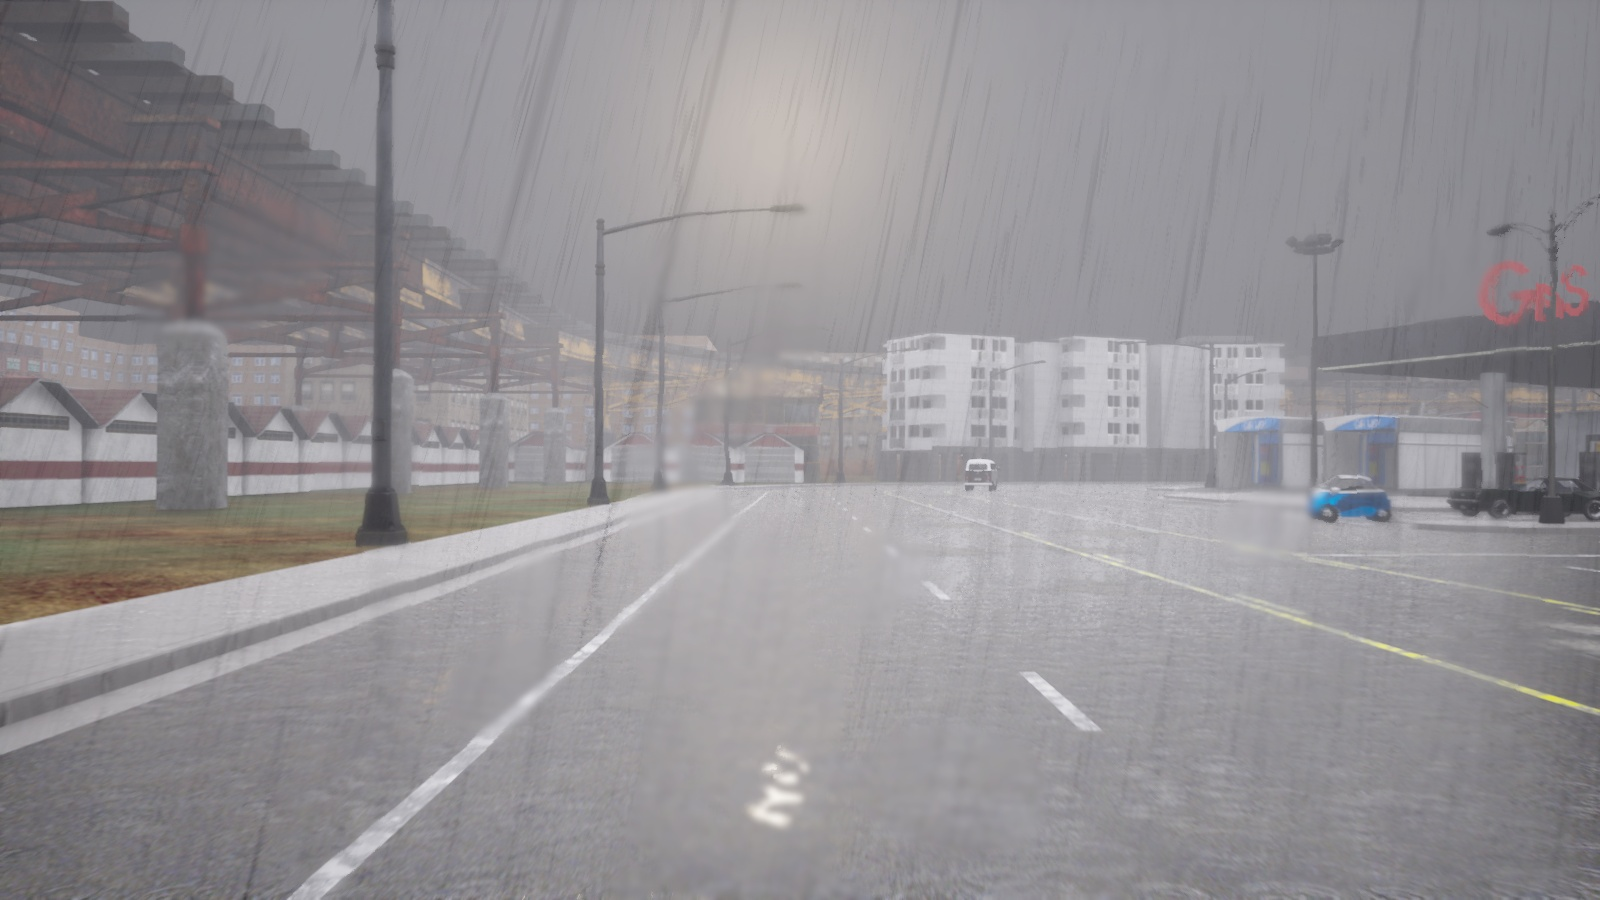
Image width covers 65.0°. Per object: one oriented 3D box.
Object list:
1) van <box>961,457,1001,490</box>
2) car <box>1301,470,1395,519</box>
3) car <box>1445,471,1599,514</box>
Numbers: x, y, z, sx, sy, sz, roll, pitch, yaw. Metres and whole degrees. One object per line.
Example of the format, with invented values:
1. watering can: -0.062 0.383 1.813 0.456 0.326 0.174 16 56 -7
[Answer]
1. van: 11.835 1.519 81.739 2.069 2.038 4.480 -1 -1 15
2. car: 15.782 1.265 36.220 2.207 1.376 1.481 0 0 10
3. car: 23.087 1.322 39.422 4.718 1.301 1.895 0 -1 0
